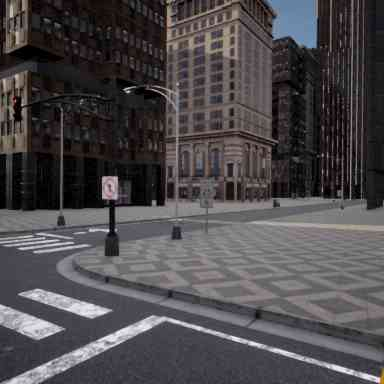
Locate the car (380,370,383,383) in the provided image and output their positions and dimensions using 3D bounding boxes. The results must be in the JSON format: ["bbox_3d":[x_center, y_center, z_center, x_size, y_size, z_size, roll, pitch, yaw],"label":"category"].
[{"bbox_3d":[3.507,1.478,1.192,5.008,1.535,1.882,0,0,35],"label":"car"}]
